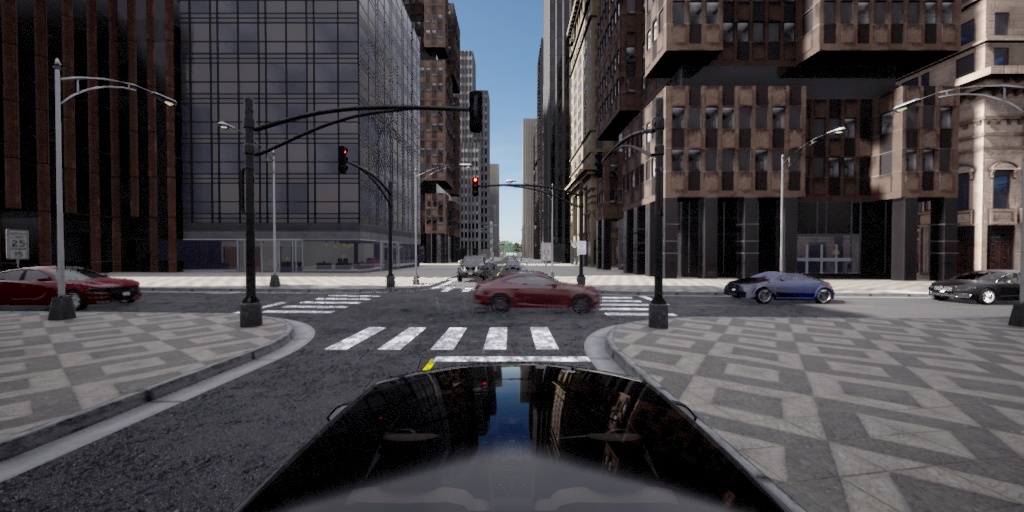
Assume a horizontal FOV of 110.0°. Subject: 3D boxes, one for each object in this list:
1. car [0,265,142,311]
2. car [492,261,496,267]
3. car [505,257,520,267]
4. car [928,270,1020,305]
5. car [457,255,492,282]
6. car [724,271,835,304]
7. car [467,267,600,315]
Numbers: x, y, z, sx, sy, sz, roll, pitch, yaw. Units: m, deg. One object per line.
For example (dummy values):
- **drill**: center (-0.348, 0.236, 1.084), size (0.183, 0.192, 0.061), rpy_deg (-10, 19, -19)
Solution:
- **car**: center (-16.810, 1.119, 13.296), size (5.008, 1.535, 1.882), rpy_deg (0, 1, 0)
- **car**: center (-3.103, 1.282, 39.552), size (1.994, 1.385, 4.181), rpy_deg (0, 0, 0)
- **car**: center (0.088, 1.257, 46.602), size (2.033, 1.411, 5.357), rpy_deg (0, 0, 0)
- **car**: center (22.311, 1.402, 16.578), size (4.892, 1.490, 1.837), rpy_deg (0, 1, 0)
- **car**: center (-3.108, 0.951, 29.526), size (2.150, 2.045, 5.566), rpy_deg (0, 0, 0)
- **car**: center (12.230, 1.386, 16.557), size (4.181, 1.385, 1.994), rpy_deg (0, 1, 0)
- **car**: center (0.877, 1.303, 13.337), size (4.674, 1.442, 1.812), rpy_deg (0, 1, 0)
